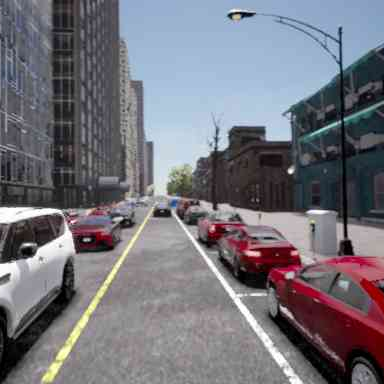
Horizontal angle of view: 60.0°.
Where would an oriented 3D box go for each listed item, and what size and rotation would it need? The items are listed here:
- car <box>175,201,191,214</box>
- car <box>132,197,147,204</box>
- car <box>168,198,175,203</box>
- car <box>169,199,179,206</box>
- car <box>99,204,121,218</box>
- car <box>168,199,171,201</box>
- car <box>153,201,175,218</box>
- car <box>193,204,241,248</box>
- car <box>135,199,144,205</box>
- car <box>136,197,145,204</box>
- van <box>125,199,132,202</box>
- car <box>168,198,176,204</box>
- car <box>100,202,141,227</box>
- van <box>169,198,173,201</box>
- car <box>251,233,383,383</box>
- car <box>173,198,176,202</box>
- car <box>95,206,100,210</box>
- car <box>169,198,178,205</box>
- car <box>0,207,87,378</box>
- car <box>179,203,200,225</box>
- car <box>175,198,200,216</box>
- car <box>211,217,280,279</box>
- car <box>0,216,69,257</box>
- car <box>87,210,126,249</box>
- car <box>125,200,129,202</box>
[{"bbox_3d":[-1.217,1.958,43.372,1.752,1.417,4.829,0,-1,-5],"label":"car"},{"bbox_3d":[-7.629,1.806,50.724,1.895,1.301,4.718,-1,0,-5],"label":"car"},{"bbox_3d":[-5.813,2.490,92.904,1.802,1.307,4.206,0,-1,-5],"label":"car"},{"bbox_3d":[-3.763,2.269,70.815,1.947,1.339,4.313,0,-1,-5],"label":"car"},{"bbox_3d":[-9.032,2.077,36.903,1.802,1.307,4.206,0,-1,-5],"label":"car"},{"bbox_3d":[-4.230,2.110,46.792,1.895,1.301,4.718,-1,0,-5],"label":"car"},{"bbox_3d":[-3.170,1.959,35.828,1.994,1.385,4.181,-1,0,-5],"label":"car"},{"bbox_3d":[1.360,1.572,15.590,1.967,1.590,4.097,0,-1,-5],"label":"car"},{"bbox_3d":[-13.644,2.561,86.605,1.802,1.307,4.206,0,-1,-5],"label":"car"},{"bbox_3d":[-14.156,2.344,92.129,2.192,1.841,5.009,0,-1,-5],"label":"car"},{"bbox_3d":[-11.082,2.059,58.996,1.690,1.788,3.998,0,-1,-5],"label":"van"},{"bbox_3d":[-5.301,2.403,87.383,1.887,1.381,4.507,0,-1,-5],"label":"car"},{"bbox_3d":[-5.380,1.825,25.598,2.128,1.511,4.902,-1,-1,-5],"label":"car"},{"bbox_3d":[-3.251,1.992,65.294,1.690,1.788,3.998,0,-1,-5],"label":"van"},{"bbox_3d":[2.385,1.551,4.543,1.887,1.381,4.507,0,-1,-5],"label":"car"},{"bbox_3d":[-0.689,1.689,37.682,2.192,1.841,5.009,0,-1,-5],"label":"car"},{"bbox_3d":[-8.520,2.019,31.379,1.802,1.307,4.206,0,-1,-5],"label":"car"},{"bbox_3d":[-4.276,2.196,76.338,1.967,1.590,4.097,0,-1,-5],"label":"car"},{"bbox_3d":[-3.532,1.329,5.491,2.150,2.045,5.566,-1,-1,-5],"label":"car"},{"bbox_3d":[0.336,1.806,26.633,2.008,1.369,4.403,0,-1,-5],"label":"car"},{"bbox_3d":[-0.177,1.630,32.157,2.192,1.841,5.009,0,-1,-5],"label":"car"},{"bbox_3d":[1.873,1.651,10.064,1.802,1.307,4.206,0,-1,-5],"label":"car"},{"bbox_3d":[-6.983,1.836,14.813,1.802,1.307,4.206,0,-1,-5],"label":"car"},{"bbox_3d":[-4.453,1.785,15.504,1.994,1.385,4.181,-1,-1,-5],"label":"car"},{"bbox_3d":[-9.544,2.097,42.426,1.887,1.381,4.507,0,-1,-5],"label":"car"}]
